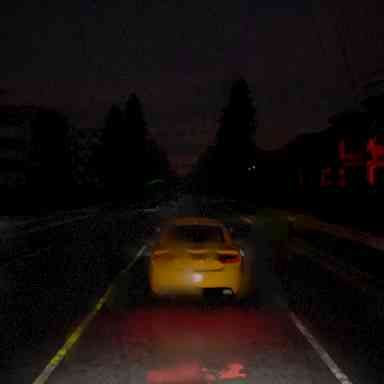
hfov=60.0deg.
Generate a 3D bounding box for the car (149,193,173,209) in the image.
[{"bbox_3d":[-3.604,1.132,37.546,2.033,1.411,5.357,0,1,0],"label":"car"}]

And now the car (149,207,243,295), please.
[{"bbox_3d":[0.087,1.382,8.510,1.882,1.535,5.008,0,1,0],"label":"car"}]

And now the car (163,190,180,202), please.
[{"bbox_3d":[-3.574,0.605,56.097,2.150,2.045,5.566,0,0,0],"label":"car"}]
